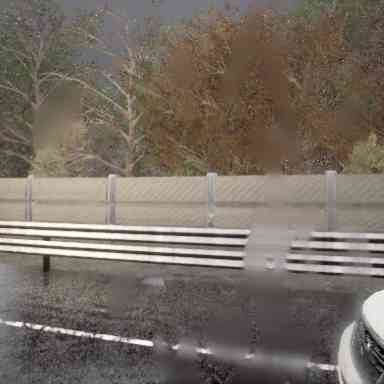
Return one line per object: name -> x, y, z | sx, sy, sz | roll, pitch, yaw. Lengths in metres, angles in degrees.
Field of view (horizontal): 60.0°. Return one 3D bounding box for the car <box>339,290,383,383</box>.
car -> 3.966, 1.221, 2.027 | 5.566, 2.045, 2.150 | 0, 0, 13
